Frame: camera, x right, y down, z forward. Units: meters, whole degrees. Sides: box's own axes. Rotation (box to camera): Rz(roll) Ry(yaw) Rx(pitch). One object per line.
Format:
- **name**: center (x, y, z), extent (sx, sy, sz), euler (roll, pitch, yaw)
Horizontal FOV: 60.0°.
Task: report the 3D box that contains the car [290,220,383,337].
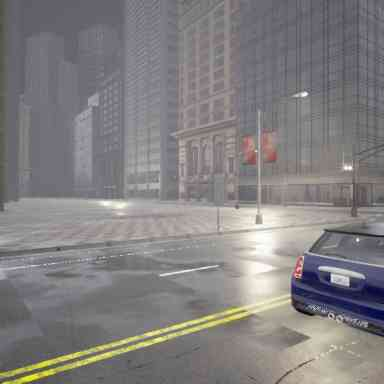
- **car**: center (3.974, 1.352, 6.293), extent (4.553, 1.767, 2.097), euler (0, 0, -36)
